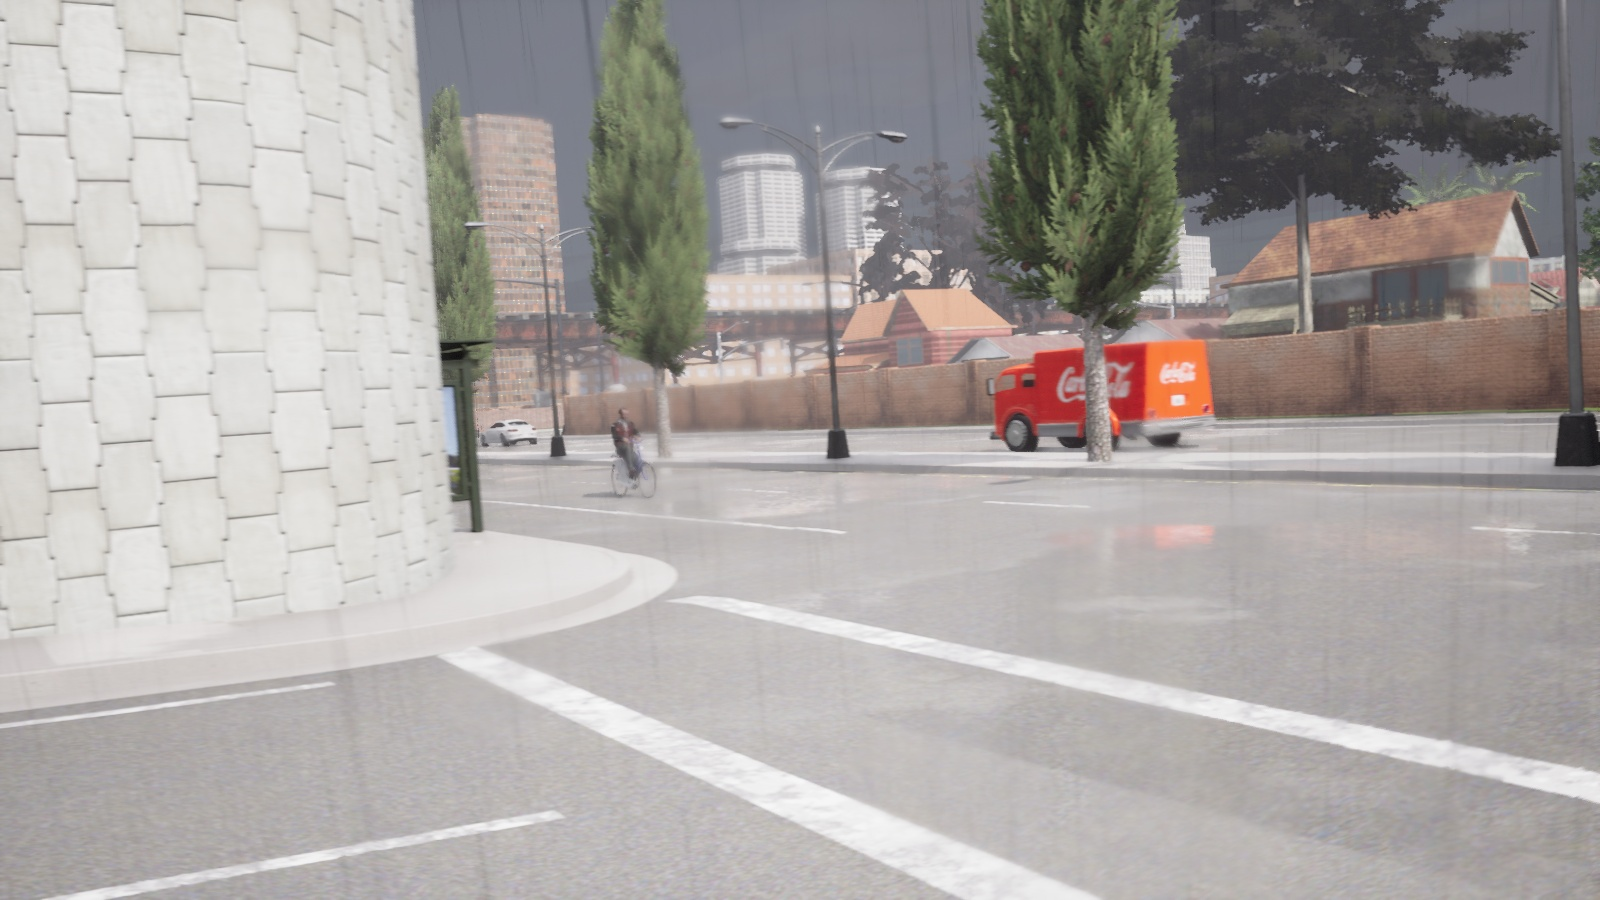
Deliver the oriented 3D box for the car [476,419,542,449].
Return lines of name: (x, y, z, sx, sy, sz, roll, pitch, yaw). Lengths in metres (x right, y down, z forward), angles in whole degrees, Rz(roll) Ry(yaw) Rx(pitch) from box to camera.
car: (-15.936, -0.870, 68.548, 1.812, 1.442, 4.674, -6, 3, -35)

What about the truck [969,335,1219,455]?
truck: (6.821, -1.232, 29.694, 2.627, 2.467, 5.204, -6, 3, -35)

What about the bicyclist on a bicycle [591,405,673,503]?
bicyclist on a bicycle: (-3.247, 0.070, 24.149, 0.659, 1.776, 1.843, -6, 3, -35)
